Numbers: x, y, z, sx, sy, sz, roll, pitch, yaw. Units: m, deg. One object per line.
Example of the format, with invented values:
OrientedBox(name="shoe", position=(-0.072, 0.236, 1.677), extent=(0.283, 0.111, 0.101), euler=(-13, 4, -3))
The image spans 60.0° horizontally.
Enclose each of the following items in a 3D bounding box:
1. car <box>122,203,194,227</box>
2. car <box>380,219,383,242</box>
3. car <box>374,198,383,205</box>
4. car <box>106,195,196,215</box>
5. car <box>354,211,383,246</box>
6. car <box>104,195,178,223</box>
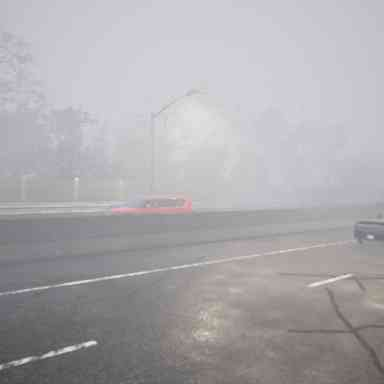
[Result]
OrientedBox(name="car", position=(-2.371, 1.556, 23.798), extent=(4.892, 1.490, 1.837), euler=(0, 0, -35))
OrientedBox(name="car", position=(7.358, 1.528, 8.998), extent=(5.008, 1.535, 1.882), euler=(0, 0, -36))
OrientedBox(name="car", position=(29.878, 1.599, 51.046), extent=(4.553, 1.767, 2.097), euler=(0, 0, -35))
OrientedBox(name="car", position=(-2.342, 1.262, 19.522), extent=(5.566, 2.045, 2.150), euler=(0, 0, -36))
OrientedBox(name="car", position=(8.967, 1.562, 14.447), extent=(4.902, 1.511, 2.128), euler=(0, 0, -36))
OrientedBox(name="car", position=(-4.038, 1.275, 26.910), extent=(5.566, 2.045, 2.150), euler=(0, 0, -36))
